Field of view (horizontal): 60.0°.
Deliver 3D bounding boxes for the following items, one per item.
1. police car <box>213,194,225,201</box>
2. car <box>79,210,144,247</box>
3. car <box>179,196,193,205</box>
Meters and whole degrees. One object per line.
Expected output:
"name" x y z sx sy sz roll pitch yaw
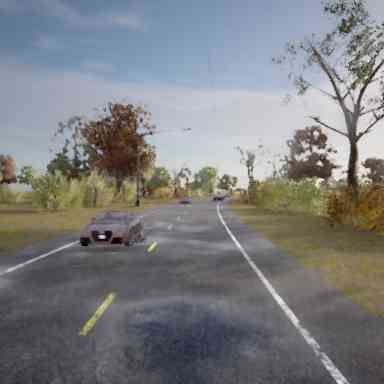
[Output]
"police car" 5.913 1.320 76.931 1.930 1.638 5.238 0 0 7
"car" -3.383 1.512 14.640 1.994 1.385 4.181 0 0 2
"car" -0.979 1.444 55.834 1.994 1.385 4.181 0 0 6
